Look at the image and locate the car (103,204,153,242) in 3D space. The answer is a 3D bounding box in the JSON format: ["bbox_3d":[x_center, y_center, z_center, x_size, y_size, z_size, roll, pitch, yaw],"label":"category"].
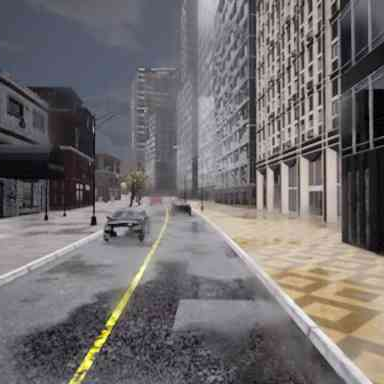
[{"bbox_3d":[-3.156,1.563,16.871,2.128,1.511,4.902,0,0,-2],"label":"car"}]

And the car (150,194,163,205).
[{"bbox_3d":[-6.829,1.442,64.039,2.150,2.045,5.566,0,0,-7],"label":"car"}]

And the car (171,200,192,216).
[{"bbox_3d":[-1.066,1.627,33.873,2.128,1.511,4.902,0,0,-4],"label":"car"}]

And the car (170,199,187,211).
[{"bbox_3d":[-1.868,1.720,44.293,2.033,1.411,5.357,0,0,-5],"label":"car"}]
